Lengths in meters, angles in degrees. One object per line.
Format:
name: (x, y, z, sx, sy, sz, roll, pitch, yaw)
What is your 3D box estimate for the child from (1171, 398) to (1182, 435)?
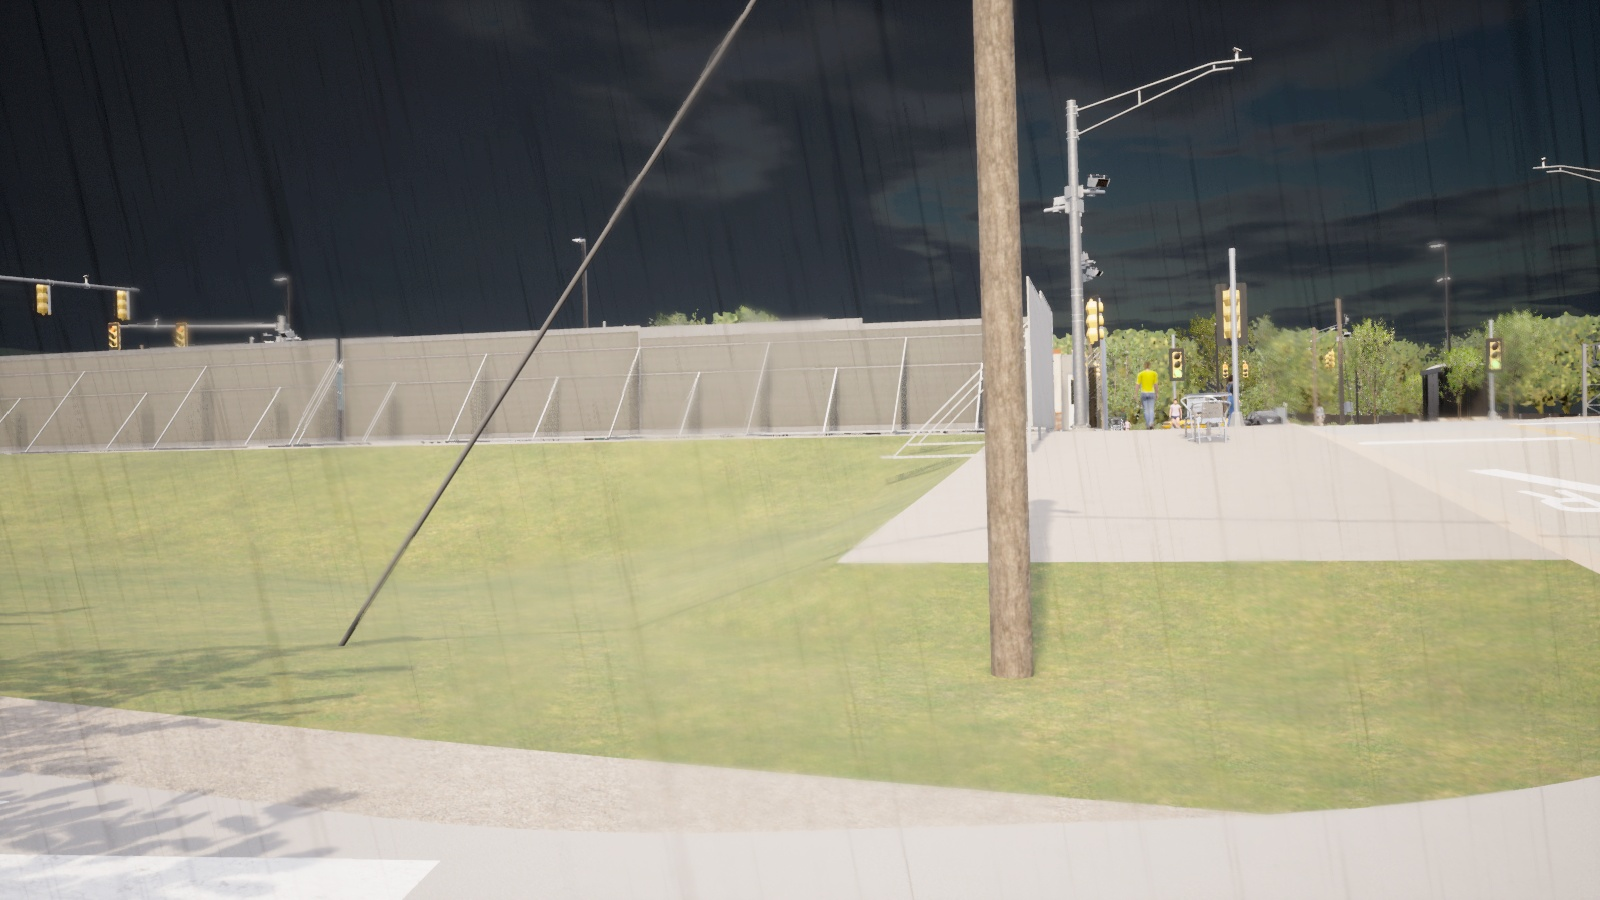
child: (11.507, -1.012, 38.388, 0.255, 1.110, 0.394, -1, 0, 23)

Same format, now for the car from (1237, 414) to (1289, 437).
car: (31.363, -1.673, 85.205, 2.163, 1.488, 4.792, -1, 1, 7)

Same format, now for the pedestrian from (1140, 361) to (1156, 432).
pedestrian: (9.125, -1.386, 32.920, 0.354, 1.836, 0.706, -1, 0, 15)

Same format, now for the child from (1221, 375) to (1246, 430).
child: (10.040, -1.090, 29.094, 0.437, 1.263, 0.270, -1, 0, -5)
